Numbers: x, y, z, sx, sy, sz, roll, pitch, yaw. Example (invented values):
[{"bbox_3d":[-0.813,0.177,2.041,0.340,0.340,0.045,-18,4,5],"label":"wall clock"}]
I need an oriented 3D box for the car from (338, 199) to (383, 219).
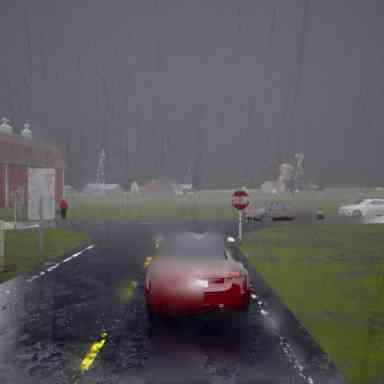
[{"bbox_3d":[13.996,1.282,26.232,4.674,1.442,1.812,-1,0,-4],"label":"car"}]

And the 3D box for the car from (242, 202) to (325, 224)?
[{"bbox_3d":[6.209,1.408,22.869,5.357,1.411,2.033,-1,-1,-1],"label":"car"}]

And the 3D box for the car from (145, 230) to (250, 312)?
[{"bbox_3d":[0.091,1.565,7.790,1.994,1.385,4.181,0,0,-1],"label":"car"}]

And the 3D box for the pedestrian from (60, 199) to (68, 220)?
[{"bbox_3d":[-11.258,1.491,29.131,0.375,1.860,0.375,0,0,4],"label":"pedestrian"}]
